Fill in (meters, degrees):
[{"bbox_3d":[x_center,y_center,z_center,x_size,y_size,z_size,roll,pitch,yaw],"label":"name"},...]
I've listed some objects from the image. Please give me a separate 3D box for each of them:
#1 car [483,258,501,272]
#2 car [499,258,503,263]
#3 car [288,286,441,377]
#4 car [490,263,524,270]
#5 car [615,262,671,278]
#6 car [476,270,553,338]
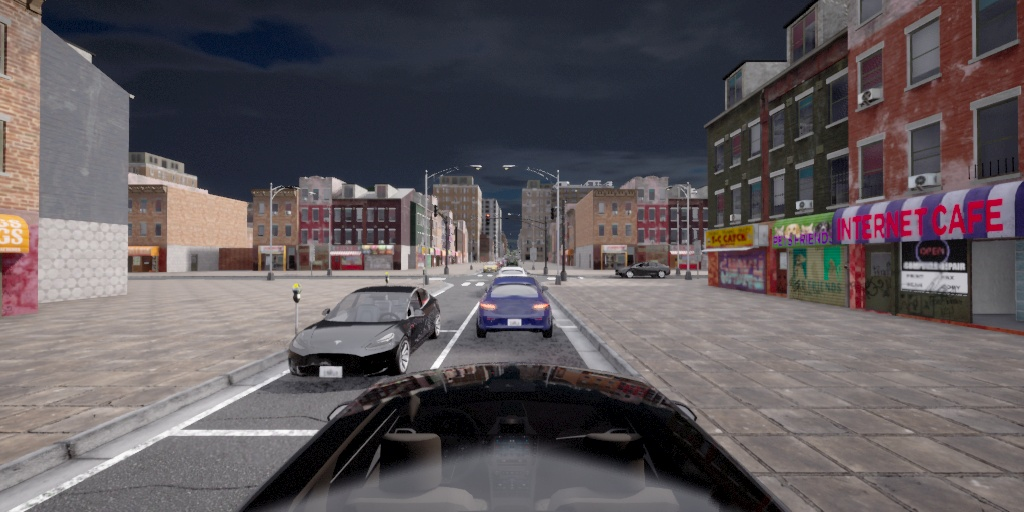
[{"bbox_3d":[-2.690,1.322,45.000,1.751,1.417,4.829,0,0,0],"label":"car"},{"bbox_3d":[-2.697,1.355,50.775,1.888,1.381,4.507,0,0,0],"label":"car"},{"bbox_3d":[-2.645,1.317,7.402,1.948,1.339,4.313,0,0,0],"label":"car"},{"bbox_3d":[-0.003,1.284,19.216,1.812,1.442,4.674,0,0,0],"label":"car"},{"bbox_3d":[11.992,1.262,33.001,4.892,1.490,1.837,0,0,-2],"label":"car"},{"bbox_3d":[0.068,1.278,10.082,1.812,1.442,4.674,0,0,0],"label":"car"}]
